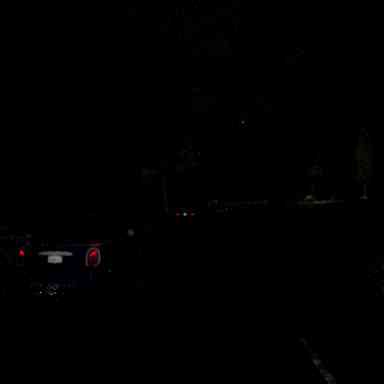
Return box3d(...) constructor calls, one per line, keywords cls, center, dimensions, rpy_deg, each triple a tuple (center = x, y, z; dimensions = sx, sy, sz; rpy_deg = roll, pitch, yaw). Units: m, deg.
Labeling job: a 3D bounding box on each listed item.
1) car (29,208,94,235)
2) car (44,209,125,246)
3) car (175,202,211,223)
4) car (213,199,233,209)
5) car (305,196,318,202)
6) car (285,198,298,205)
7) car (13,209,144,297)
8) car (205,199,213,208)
box3d(cls="car", center=(-8.130, 1.809, 21.187), dimensions=(1.994, 1.385, 4.181), rpy_deg=(0, -1, 9))
box3d(cls="car", center=(-5.395, 1.748, 17.684), dimensions=(2.033, 1.411, 5.357), rpy_deg=(0, -1, 7))
box3d(cls="car", center=(-0.022, 1.850, 28.681), dimensions=(2.033, 1.411, 5.357), rpy_deg=(0, -1, 12))
box3d(cls="car", center=(5.680, 2.043, 57.189), dimensions=(1.837, 1.490, 4.892), rpy_deg=(-1, -1, 24))
box3d(cls="car", center=(30.502, 1.711, 84.917), dimensions=(2.128, 1.511, 4.902), rpy_deg=(-2, -1, 41))
box3d(cls="car", center=(20.866, 1.926, 69.589), dimensions=(1.837, 1.490, 4.892), rpy_deg=(-1, 0, 32))
box3d(cls="car", center=(-2.721, 1.454, 9.079), dimensions=(2.097, 1.767, 4.553), rpy_deg=(0, -1, 4))
box3d(cls="car", center=(3.358, 2.078, 59.941), dimensions=(2.128, 1.511, 4.902), rpy_deg=(-1, -1, 25))
